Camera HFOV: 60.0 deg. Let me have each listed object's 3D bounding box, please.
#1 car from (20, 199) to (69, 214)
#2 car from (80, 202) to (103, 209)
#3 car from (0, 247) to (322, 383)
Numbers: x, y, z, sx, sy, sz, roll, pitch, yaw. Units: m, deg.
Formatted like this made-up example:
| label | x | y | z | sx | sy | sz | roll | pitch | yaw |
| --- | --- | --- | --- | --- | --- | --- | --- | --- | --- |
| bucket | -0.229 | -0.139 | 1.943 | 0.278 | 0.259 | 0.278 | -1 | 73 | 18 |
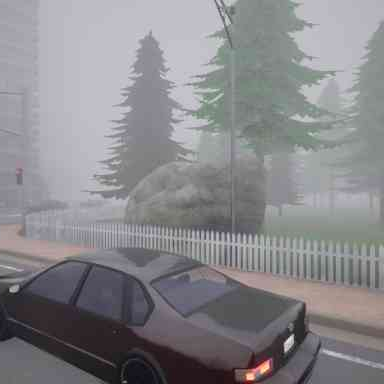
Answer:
| label | x | y | z | sx | sy | sz | roll | pitch | yaw |
| --- | --- | --- | --- | --- | --- | --- | --- | --- | --- |
| car | -15.301 | 1.492 | 34.954 | 2.033 | 1.411 | 5.357 | 0 | 0 | 17 |
| car | -13.599 | 1.545 | 45.094 | 1.895 | 1.301 | 4.718 | 0 | 0 | 2 |
| car | -1.081 | 1.547 | 4.759 | 5.357 | 1.411 | 2.033 | 0 | 0 | 35 |
